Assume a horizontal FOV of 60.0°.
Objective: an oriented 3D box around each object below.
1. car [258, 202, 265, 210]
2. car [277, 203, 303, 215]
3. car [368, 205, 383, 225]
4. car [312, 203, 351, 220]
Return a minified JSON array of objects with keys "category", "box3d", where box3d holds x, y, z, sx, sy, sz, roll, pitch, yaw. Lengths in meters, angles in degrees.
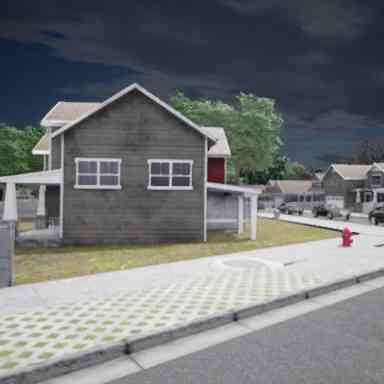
[{"category":"car","box3d":[12.417,2.695,63.138,1.812,1.442,4.674,1,-2,-9]},{"category":"car","box3d":[12.258,2.118,41.861,1.837,1.490,4.892,1,-2,-6]},{"category":"car","box3d":[13.865,1.631,22.318,1.837,1.490,4.892,1,-1,-4]},{"category":"car","box3d":[13.207,1.851,31.751,2.128,1.511,4.902,1,-1,-5]}]
